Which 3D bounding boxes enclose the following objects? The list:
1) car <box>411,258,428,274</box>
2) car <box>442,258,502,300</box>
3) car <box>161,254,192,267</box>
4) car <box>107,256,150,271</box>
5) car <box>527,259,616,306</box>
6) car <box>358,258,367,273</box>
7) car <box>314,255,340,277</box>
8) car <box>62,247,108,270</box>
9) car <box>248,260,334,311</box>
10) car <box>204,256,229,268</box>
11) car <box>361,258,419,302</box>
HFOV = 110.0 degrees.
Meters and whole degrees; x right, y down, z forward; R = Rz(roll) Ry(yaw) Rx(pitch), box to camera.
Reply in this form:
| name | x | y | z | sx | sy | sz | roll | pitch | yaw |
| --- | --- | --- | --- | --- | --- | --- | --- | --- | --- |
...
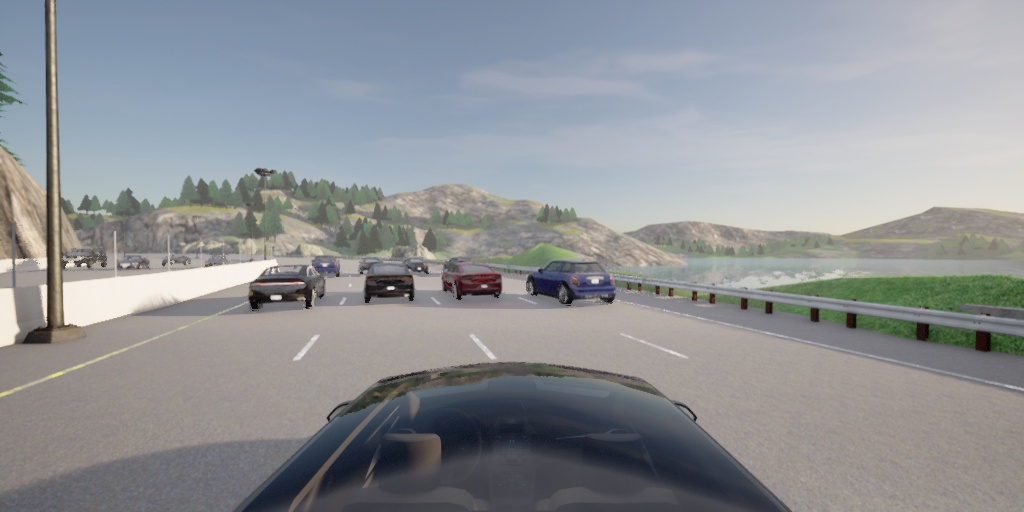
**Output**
| name | x | y | z | sx | sy | sz | roll | pitch | yaw |
| --- | --- | --- | --- | --- | --- | --- | --- | --- | --- |
| car | -8.731 | 0.865 | 31.932 | 1.812 | 1.442 | 4.674 | 0 | 1 | -26 |
| car | -1.978 | 1.028 | 16.505 | 1.882 | 1.535 | 5.008 | 0 | 1 | -21 |
| car | -37.445 | 0.423 | 40.136 | 1.994 | 1.385 | 4.181 | 0 | 1 | -33 |
| car | -40.385 | 0.768 | 38.242 | 2.128 | 1.511 | 4.902 | 0 | 1 | -33 |
| car | 2.296 | 0.923 | 15.068 | 2.097 | 1.767 | 4.553 | 0 | 1 | -20 |
| car | -12.294 | 0.873 | 31.258 | 1.812 | 1.442 | 4.674 | 0 | 1 | -26 |
| car | -15.258 | 0.723 | 29.370 | 2.097 | 1.767 | 4.553 | 0 | 1 | -26 |
| car | -43.309 | 0.144 | 36.310 | 2.150 | 2.045 | 5.566 | 0 | 1 | -33 |
| car | -8.396 | 1.076 | 13.710 | 2.128 | 1.511 | 4.902 | 0 | 1 | -21 |
| car | -34.504 | 0.746 | 42.039 | 2.033 | 1.411 | 5.357 | 0 | 1 | -33 |
| car | -5.453 | 1.035 | 15.808 | 1.882 | 1.535 | 5.008 | 0 | 1 | -21 |
